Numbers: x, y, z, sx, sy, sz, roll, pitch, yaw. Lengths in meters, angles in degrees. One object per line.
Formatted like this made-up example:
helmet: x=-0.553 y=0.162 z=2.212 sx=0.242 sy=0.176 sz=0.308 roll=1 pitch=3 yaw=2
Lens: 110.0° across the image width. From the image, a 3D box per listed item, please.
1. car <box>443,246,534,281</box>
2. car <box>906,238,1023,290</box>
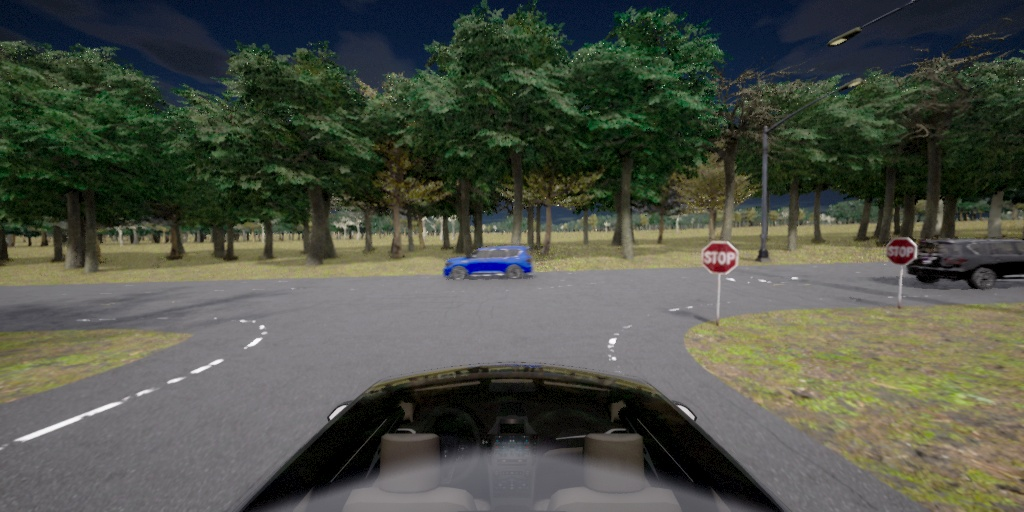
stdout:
car: x=-1.423 y=0.449 z=22.292 sx=5.566 sy=2.045 sz=2.150 roll=-1 pitch=3 yaw=-1
car: x=20.454 y=0.259 z=15.360 sx=5.566 sy=2.045 sz=2.150 roll=-2 pitch=4 yaw=0
